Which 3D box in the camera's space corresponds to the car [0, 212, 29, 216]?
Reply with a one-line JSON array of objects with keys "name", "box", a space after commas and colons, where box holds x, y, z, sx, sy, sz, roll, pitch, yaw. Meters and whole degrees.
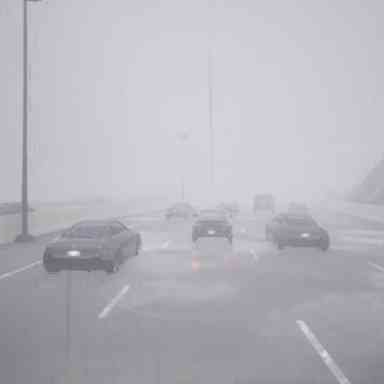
[{"name": "car", "box": [-12.540, 1.463, 22.223, 2.128, 1.511, 4.902, 0, 0, 7]}]

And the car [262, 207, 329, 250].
[{"name": "car", "box": [4.383, 1.574, 14.376, 1.994, 1.385, 4.181, 0, 0, 5]}]

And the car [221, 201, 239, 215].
[{"name": "car", "box": [3.795, 1.609, 34.049, 1.895, 1.301, 4.718, 0, 0, 12]}]

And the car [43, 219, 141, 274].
[{"name": "car", "box": [-2.936, 1.557, 10.614, 1.994, 1.385, 4.181, 0, 0, 3]}]

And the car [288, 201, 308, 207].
[{"name": "car", "box": [11.453, 1.626, 36.261, 1.895, 1.301, 4.718, 0, 0, 13]}]

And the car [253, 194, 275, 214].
[{"name": "car", "box": [7.787, 1.239, 35.923, 2.150, 2.045, 5.566, 0, 0, 13]}]

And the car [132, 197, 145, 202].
[{"name": "car", "box": [-9.843, 1.524, 63.396, 2.033, 1.411, 5.357, 0, 0, 20]}]

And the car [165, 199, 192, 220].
[{"name": "car", "box": [-0.895, 1.545, 28.191, 2.033, 1.411, 5.357, 0, 0, 10]}]

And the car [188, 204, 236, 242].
[{"name": "car", "box": [1.055, 1.528, 16.368, 1.812, 1.442, 4.674, 0, 0, 6]}]
